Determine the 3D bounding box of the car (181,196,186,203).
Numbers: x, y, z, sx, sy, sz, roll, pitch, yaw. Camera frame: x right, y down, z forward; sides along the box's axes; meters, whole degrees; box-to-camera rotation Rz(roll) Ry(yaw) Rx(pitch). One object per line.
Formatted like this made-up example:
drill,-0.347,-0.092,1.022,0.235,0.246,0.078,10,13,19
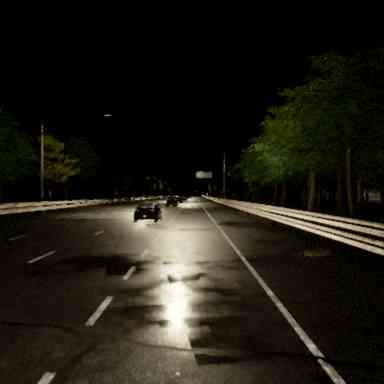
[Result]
car,-3.196,2.045,81.811,1.812,1.442,4.674,0,0,0

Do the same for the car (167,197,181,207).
car,-3.367,1.832,56.635,1.837,1.490,4.892,0,0,0

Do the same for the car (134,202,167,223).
car,-3.481,1.603,26.917,2.128,1.511,4.902,0,0,0
